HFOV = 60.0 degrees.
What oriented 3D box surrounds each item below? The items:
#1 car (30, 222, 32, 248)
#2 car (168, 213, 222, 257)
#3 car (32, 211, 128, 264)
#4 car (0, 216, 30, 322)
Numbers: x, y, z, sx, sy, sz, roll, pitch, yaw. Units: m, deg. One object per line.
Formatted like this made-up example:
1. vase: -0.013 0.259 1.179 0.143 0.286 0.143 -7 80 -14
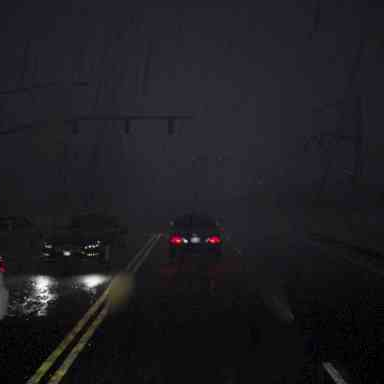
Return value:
1. car: -7.003 1.571 11.727 1.895 1.301 4.718 0 0 0
2. car: 0.098 1.515 12.748 2.033 1.411 5.357 0 0 0
3. car: -3.503 1.475 11.758 1.837 1.490 4.892 0 0 0
4. car: -3.579 1.214 2.249 2.150 2.045 5.566 0 0 0
